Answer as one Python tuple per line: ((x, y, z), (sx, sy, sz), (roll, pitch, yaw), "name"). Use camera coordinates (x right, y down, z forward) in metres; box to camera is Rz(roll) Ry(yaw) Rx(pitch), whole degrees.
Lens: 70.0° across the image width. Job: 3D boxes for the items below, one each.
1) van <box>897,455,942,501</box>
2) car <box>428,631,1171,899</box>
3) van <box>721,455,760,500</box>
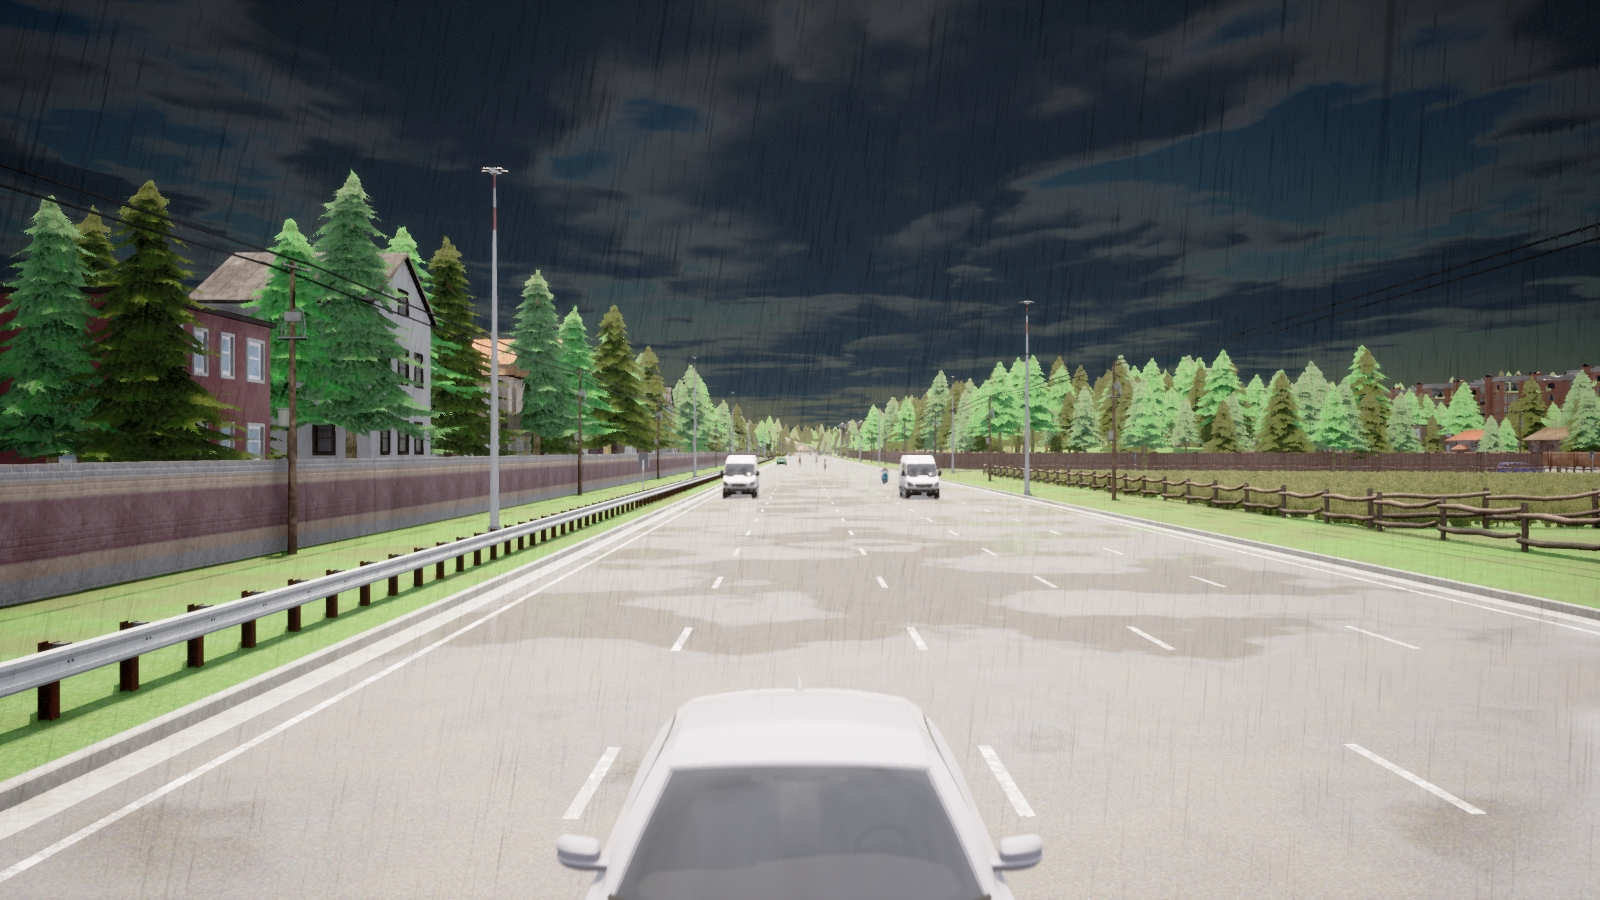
((6.986, 1.578, 67.303), (1.988, 2.561, 5.915), (0, 0, 0), "van")
((-0.001, 2.039, 5.531), (2.097, 1.535, 5.006), (0, 0, 0), "car")
((-3.512, 1.578, 68.337), (1.988, 2.561, 5.915), (0, 0, 0), "van")
